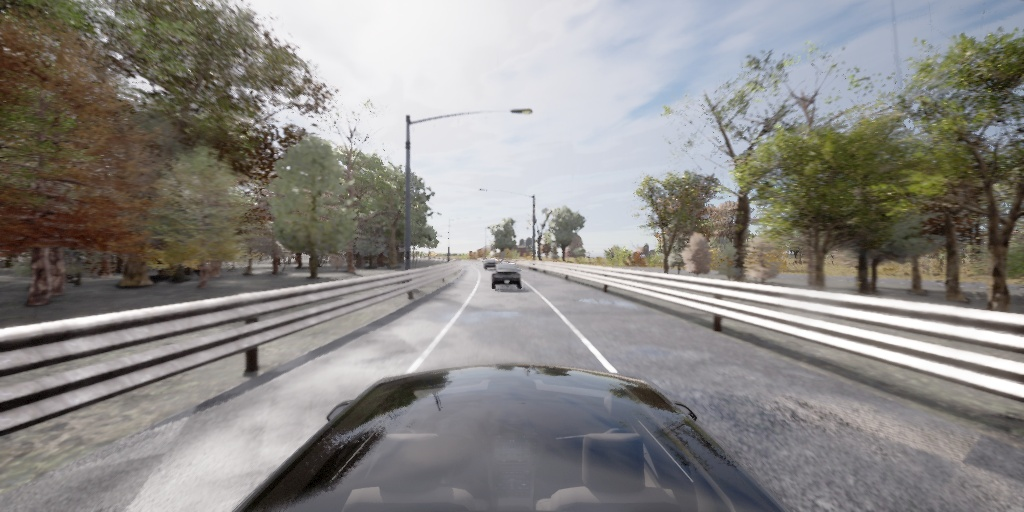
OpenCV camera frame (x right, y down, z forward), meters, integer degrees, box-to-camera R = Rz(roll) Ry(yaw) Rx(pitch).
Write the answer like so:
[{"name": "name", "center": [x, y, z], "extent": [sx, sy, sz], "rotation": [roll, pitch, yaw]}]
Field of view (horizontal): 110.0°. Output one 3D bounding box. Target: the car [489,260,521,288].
[{"name": "car", "center": [-0.443, 1.258, 23.586], "extent": [1.837, 1.490, 4.892], "rotation": [0, 0, -3]}]

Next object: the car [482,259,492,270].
[{"name": "car", "center": [-3.286, 1.234, 52.977], "extent": [1.837, 1.490, 4.892], "rotation": [1, 0, -8]}]
